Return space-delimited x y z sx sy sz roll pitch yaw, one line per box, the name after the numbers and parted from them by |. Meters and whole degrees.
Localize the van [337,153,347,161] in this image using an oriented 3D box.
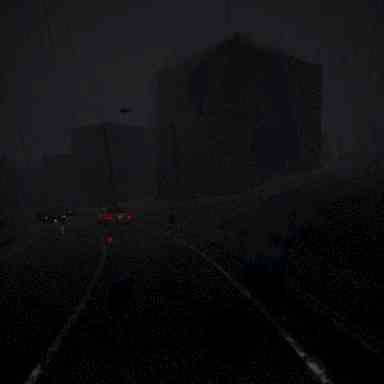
27.753 -5.930 58.593 1.878 1.987 4.442 0 1 5 | van

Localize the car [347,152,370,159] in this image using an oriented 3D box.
27.291 -5.568 53.222 2.231 1.521 4.892 0 1 5 | car

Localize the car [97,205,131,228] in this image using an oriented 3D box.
-5.942 1.726 24.944 1.801 1.575 5.366 -1 -1 -24 | car

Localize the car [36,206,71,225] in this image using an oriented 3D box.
-12.740 2.103 29.851 2.033 1.411 5.357 -1 -1 -32 | car

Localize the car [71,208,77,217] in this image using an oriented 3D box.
-15.570 2.370 39.653 2.033 1.411 5.357 -2 -1 -42 | car

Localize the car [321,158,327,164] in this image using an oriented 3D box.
28.708 -6.217 69.679 2.435 2.045 5.566 0 1 5 | car

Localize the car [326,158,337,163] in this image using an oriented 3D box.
28.239 -5.800 64.219 2.002 1.452 4.674 0 1 5 | car
